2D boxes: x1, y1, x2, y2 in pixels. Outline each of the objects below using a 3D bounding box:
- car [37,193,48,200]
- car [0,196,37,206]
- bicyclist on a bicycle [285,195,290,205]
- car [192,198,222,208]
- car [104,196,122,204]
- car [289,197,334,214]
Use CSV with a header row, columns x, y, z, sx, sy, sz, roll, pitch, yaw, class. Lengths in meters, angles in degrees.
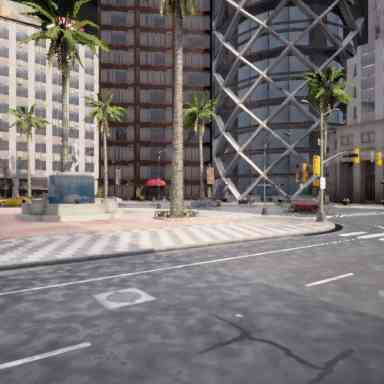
x,y,z,sx,sy,sz,roll,pitch,yaw,class
-25.902,1.221,58.678,5.566,2.045,2.150,0,0,-10,car
-28.765,1.478,54.458,5.008,1.535,1.882,0,0,-14,car
15.720,1.301,54.592,0.582,1.620,1.656,0,0,42,bicyclist on a bicycle
2.042,1.564,46.559,4.181,1.385,1.994,0,0,33,car
-14.860,1.526,59.262,4.674,1.442,1.812,0,0,4,car
12.700,1.352,35.383,2.097,1.767,4.553,0,0,-38,car
